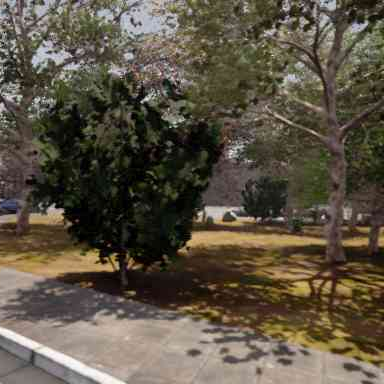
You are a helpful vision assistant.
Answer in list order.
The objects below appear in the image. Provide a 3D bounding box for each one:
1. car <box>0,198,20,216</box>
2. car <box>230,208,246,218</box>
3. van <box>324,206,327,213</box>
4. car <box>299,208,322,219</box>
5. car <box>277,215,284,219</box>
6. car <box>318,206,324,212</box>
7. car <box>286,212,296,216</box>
[{"bbox_3d":[-14.095,1.130,26.207,1.994,1.385,4.181,1,0,24],"label":"car"},{"bbox_3d":[7.789,3.268,52.147,5.357,1.411,2.033,5,-2,-39],"label":"car"},{"bbox_3d":[32.640,4.489,83.183,4.442,1.987,1.878,3,-1,-39],"label":"van"},{"bbox_3d":[20.023,3.900,58.169,4.892,1.490,1.837,3,-1,-39],"label":"car"},{"bbox_3d":[11.541,3.513,51.133,4.718,1.301,1.895,4,-1,-39],"label":"car"},{"bbox_3d":[28.413,4.244,79.739,5.566,2.045,2.435,3,-1,-39],"label":"car"},{"bbox_3d":[16.128,3.783,59.068,5.357,1.411,2.033,3,-1,-39],"label":"car"}]
